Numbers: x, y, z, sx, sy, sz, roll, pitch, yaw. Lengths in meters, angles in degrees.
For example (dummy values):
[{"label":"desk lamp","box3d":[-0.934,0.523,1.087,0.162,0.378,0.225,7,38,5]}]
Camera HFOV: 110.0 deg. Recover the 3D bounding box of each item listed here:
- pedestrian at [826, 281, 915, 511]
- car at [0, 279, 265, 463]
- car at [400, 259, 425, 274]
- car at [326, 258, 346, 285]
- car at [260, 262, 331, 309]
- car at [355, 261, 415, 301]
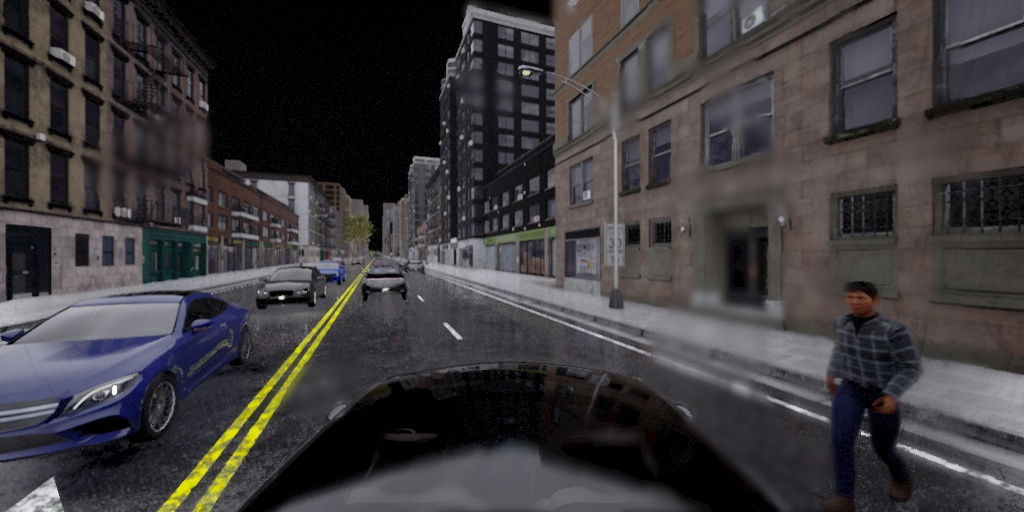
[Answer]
[{"label":"pedestrian","box3d":[2.790,1.037,2.823,0.375,1.860,0.375,0,0,-21]},{"label":"car","box3d":[-5.250,1.263,5.062,1.812,1.442,4.674,0,0,-22]},{"label":"car","box3d":[-10.143,1.058,37.014,2.128,1.511,4.902,0,0,-20]},{"label":"car","box3d":[-12.573,1.116,24.601,1.882,1.535,5.008,0,0,-21]},{"label":"car","box3d":[-8.908,1.195,14.803,1.837,1.490,4.892,0,0,-21]},{"label":"car","box3d":[-6.094,1.168,17.119,2.128,1.511,4.902,0,0,-21]}]
